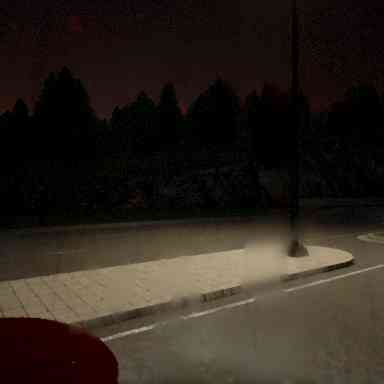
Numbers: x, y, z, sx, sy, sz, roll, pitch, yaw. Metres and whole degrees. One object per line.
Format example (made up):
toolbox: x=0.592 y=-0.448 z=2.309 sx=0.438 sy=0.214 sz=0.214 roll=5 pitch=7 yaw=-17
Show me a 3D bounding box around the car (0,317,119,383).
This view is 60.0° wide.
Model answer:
car: x=-2.831 y=1.478 z=1.727 sx=5.008 sy=1.535 sz=1.882 roll=0 pitch=0 yaw=-35
